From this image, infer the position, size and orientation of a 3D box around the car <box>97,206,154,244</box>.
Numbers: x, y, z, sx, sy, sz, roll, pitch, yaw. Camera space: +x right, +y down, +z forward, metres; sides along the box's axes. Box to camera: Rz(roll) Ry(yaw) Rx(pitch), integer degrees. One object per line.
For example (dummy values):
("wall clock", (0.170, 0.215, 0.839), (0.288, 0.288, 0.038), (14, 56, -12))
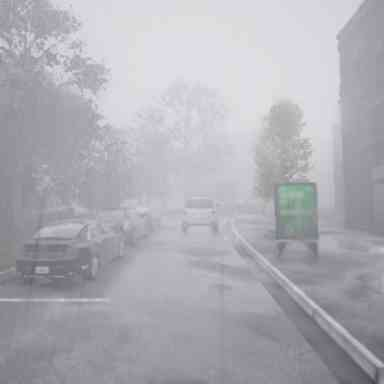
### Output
("car", (-3.404, 1.482, 15.886), (2.185, 1.767, 4.553), (-1, 0, 2))

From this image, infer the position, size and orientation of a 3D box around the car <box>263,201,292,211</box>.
("car", (14.482, 2.373, 56.122), (5.008, 1.535, 2.097), (1, -4, -40))

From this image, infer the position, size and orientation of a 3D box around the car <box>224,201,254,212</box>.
("car", (6.844, 2.090, 47.880), (2.097, 1.535, 5.008), (-3, -4, 36))

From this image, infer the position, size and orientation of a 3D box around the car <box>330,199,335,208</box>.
("car", (29.426, 2.225, 64.461), (5.566, 2.045, 2.435), (0, -4, -20))

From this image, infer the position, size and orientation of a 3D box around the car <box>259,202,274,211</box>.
("car", (10.372, 2.232, 52.328), (2.231, 1.521, 4.892), (-4, -4, 42))

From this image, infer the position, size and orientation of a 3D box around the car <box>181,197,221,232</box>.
("car", (0.610, 1.353, 21.470), (2.150, 2.045, 5.566), (0, 0, 5))

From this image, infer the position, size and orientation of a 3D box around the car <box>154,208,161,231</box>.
("car", (-3.163, 1.648, 21.588), (2.097, 1.535, 5.008), (0, -1, 2))

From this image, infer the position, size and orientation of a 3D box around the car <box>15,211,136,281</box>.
("car", (-3.404, 1.572, 10.177), (2.231, 1.521, 4.892), (0, 0, 2))

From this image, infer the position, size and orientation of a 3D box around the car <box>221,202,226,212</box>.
("car", (3.406, 1.974, 43.135), (2.231, 1.521, 4.892), (-3, -2, 29))

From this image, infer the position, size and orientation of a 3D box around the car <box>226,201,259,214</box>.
("car", (6.193, 1.819, 40.275), (1.837, 1.490, 4.892), (-3, -2, 28))
